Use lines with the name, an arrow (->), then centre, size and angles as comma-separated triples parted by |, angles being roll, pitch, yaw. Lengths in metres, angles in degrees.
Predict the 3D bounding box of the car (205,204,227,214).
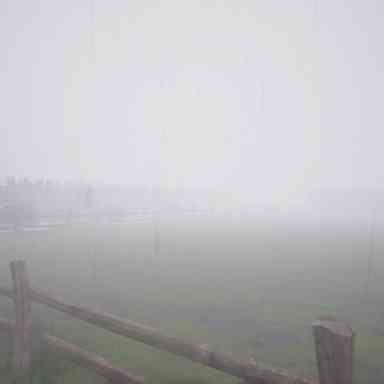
car -> 3.700, 2.566, 49.460 | 1.812, 1.442, 4.674 | -1, -2, 35

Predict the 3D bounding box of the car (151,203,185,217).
car -> -2.878, 2.137, 40.495 | 2.097, 1.767, 4.553 | -1, -2, 36

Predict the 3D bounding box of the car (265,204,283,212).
car -> 14.805, 2.828, 59.888 | 1.882, 1.535, 5.008 | -1, -2, 36

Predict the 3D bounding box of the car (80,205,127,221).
car -> -8.585, 2.053, 32.631 | 2.128, 1.511, 4.902 | -1, -2, 36

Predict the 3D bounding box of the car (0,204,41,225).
car -> -13.959, 1.699, 25.127 | 2.097, 1.767, 4.553 | -1, -2, 35
